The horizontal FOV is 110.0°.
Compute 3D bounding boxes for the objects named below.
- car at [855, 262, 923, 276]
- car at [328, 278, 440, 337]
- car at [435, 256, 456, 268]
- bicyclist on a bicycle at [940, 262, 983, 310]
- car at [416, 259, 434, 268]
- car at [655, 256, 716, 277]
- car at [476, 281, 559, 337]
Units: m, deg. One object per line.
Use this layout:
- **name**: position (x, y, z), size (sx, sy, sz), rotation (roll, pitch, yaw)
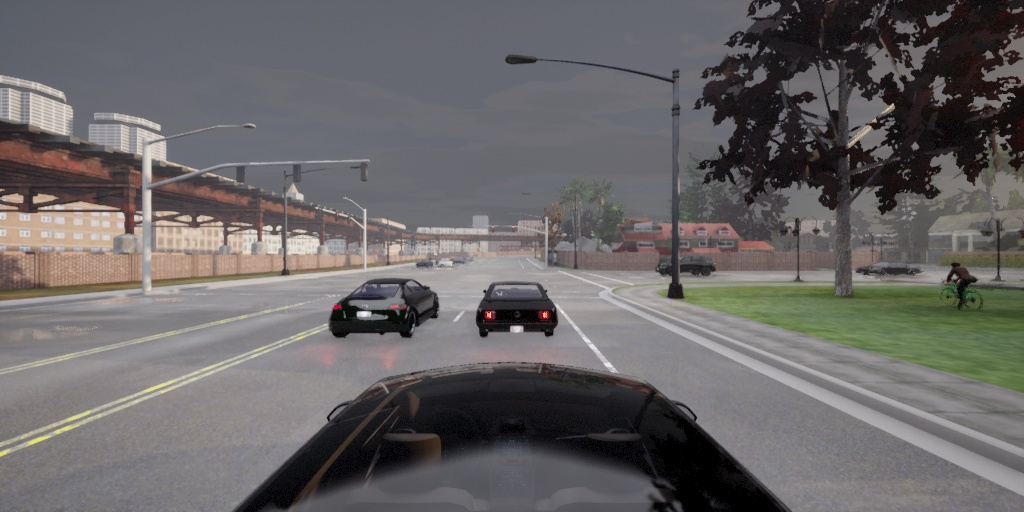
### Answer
- **car**: position (37.976, 1.293, 36.157), size (5.357, 1.411, 2.033), rotation (0, 0, -1)
- **car**: position (-3.394, 1.313, 10.279), size (1.994, 1.385, 4.181), rotation (0, 0, 1)
- **car**: position (-10.528, 1.153, 56.718), size (1.812, 1.442, 4.674), rotation (0, 1, 0)
- **bicyclist on a bicycle**: position (15.880, 1.055, 12.711), size (0.582, 1.620, 1.656), rotation (0, 0, 17)
- **car**: position (-14.036, 1.219, 57.687), size (1.895, 1.301, 4.718), rotation (0, 1, 0)
- **car**: position (17.266, 0.968, 35.697), size (5.566, 2.045, 2.150), rotation (0, 0, -2)
- **car**: position (0.098, 1.350, 10.241), size (1.895, 1.301, 4.718), rotation (0, 0, 0)
